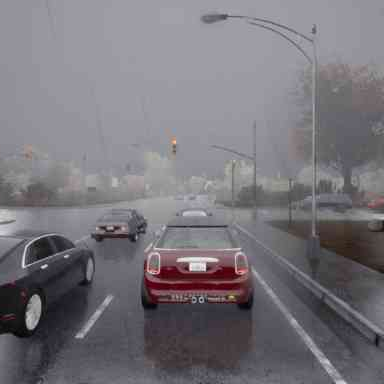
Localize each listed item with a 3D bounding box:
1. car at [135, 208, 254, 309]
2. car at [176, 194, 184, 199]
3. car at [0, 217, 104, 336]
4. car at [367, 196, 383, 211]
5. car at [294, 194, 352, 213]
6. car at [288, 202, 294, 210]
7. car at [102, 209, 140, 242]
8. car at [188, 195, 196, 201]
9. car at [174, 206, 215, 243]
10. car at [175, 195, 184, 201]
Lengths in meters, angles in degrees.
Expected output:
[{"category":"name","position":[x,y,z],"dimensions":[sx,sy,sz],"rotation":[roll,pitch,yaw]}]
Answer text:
[{"category":"car","position":[0.106,1.352,8.049],"dimensions":[2.097,1.767,4.553],"rotation":[0,0,0]},{"category":"car","position":[-3.376,1.402,95.317],"dimensions":[1.994,1.385,4.181],"rotation":[0,0,1]},{"category":"car","position":[-3.393,1.505,6.636],"dimensions":[1.837,1.490,4.892],"rotation":[0,0,0]},{"category":"car","position":[23.854,1.211,39.372],"dimensions":[5.566,2.045,2.150],"rotation":[0,0,3]},{"category":"car","position":[14.496,1.221,36.377],"dimensions":[5.566,2.045,2.150],"rotation":[0,0,3]},{"category":"car","position":[14.020,1.505,39.913],"dimensions":[4.892,1.490,1.837],"rotation":[0,0,3]},{"category":"car","position":[-3.388,1.547,16.294],"dimensions":[2.033,1.411,5.357],"rotation":[0,0,0]},{"category":"car","position":[0.074,1.500,84.967],"dimensions":[1.837,1.490,4.892],"rotation":[0,0,0]},{"category":"car","position":[0.114,1.526,17.089],"dimensions":[1.812,1.442,4.674],"rotation":[0,0,0]},{"category":"car","position":[-3.424,1.544,85.290],"dimensions":[1.994,1.385,4.181],"rotation":[0,0,0]}]
